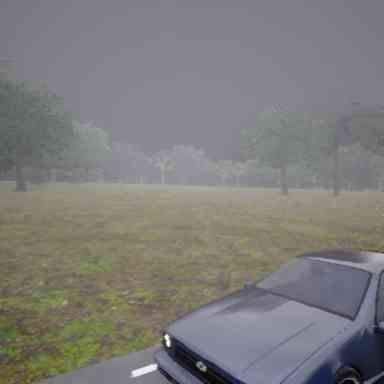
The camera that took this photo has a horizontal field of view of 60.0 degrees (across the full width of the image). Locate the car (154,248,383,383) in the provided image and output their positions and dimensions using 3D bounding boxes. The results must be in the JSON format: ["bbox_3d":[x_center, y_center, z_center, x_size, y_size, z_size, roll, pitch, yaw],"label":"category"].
[{"bbox_3d":[2.192,1.570,4.632,5.357,1.411,2.033,0,0,-35],"label":"car"}]
